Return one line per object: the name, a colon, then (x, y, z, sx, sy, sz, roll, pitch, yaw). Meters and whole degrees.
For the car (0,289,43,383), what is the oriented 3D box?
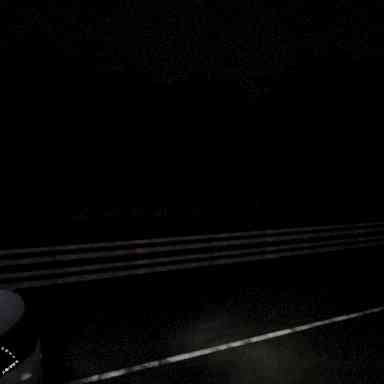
car: (-4.158, 1.445, 2.469, 5.566, 2.045, 2.150, -1, -2, -25)
